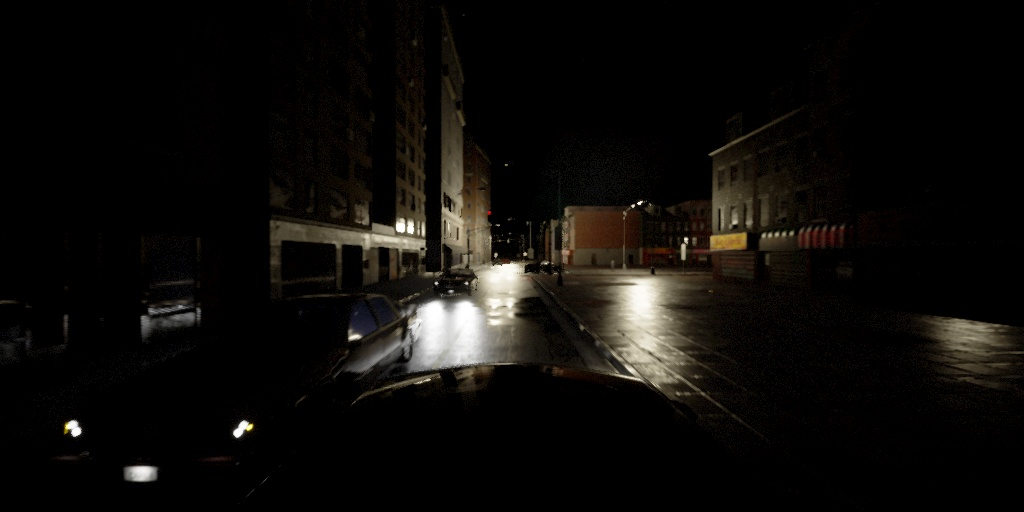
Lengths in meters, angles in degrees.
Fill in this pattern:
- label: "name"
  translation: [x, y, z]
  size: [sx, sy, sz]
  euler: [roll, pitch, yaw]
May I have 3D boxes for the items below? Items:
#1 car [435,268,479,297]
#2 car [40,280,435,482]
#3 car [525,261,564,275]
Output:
- label: "car"
  translation: [-2.853, 1.348, 18.993]
  size: [1.895, 1.301, 4.718]
  euler: [0, 0, 0]
- label: "car"
  translation: [-2.846, 1.299, 5.436]
  size: [2.033, 1.411, 5.357]
  euler: [0, 0, 1]
- label: "car"
  translation: [3.480, 1.227, 38.031]
  size: [4.902, 1.511, 2.128]
  euler: [0, -1, -42]
